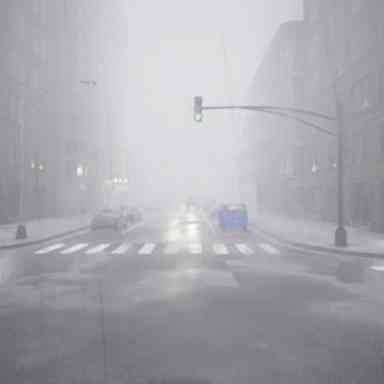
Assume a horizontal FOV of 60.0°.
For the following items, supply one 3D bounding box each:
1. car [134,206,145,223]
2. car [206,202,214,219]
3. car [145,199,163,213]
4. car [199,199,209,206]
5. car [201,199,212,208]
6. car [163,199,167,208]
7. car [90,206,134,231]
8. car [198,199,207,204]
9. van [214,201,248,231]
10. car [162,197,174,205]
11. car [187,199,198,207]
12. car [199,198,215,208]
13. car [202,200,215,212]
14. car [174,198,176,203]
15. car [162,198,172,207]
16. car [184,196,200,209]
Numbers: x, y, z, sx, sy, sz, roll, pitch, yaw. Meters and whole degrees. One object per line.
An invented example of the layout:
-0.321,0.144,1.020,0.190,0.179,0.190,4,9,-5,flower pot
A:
-5.387,1.835,27.680,1.887,1.381,4.507,0,-1,0,car
2.639,1.932,33.368,1.802,1.307,4.206,0,-1,0,car
-5.386,1.989,44.555,1.752,1.417,4.829,0,-1,0,car
2.642,2.294,73.135,2.008,1.369,4.403,0,-1,0,car
2.641,2.072,61.775,1.967,1.590,4.097,0,-1,0,car
-5.385,2.087,50.406,1.947,1.339,4.313,0,-1,0,car
-5.387,1.782,21.998,2.008,1.369,4.403,0,-1,0,car
2.642,2.420,84.497,1.947,1.339,4.313,0,-1,0,car
2.638,1.572,22.009,1.690,1.788,3.998,0,-1,0,van
-5.384,2.003,67.453,2.192,1.841,5.009,0,-1,0,car
0.105,2.163,65.815,2.128,1.511,4.902,0,-1,0,car
2.640,1.836,50.414,2.192,1.841,5.009,0,-1,0,car
2.640,2.047,44.730,1.802,1.307,4.206,0,-1,0,car
-5.383,2.239,78.815,1.967,1.590,4.097,0,-1,0,car
-5.384,2.198,61.769,1.947,1.339,4.313,0,-1,0,car
0.107,1.791,55.324,2.150,2.045,5.566,0,-1,0,car
